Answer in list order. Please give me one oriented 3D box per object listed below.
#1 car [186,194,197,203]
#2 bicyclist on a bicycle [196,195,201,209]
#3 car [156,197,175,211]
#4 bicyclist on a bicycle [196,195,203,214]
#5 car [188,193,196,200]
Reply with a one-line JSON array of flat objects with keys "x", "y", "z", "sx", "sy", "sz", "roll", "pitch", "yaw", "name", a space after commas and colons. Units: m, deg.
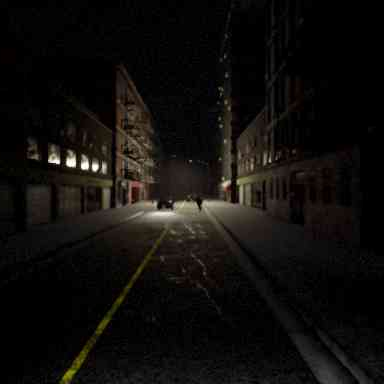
[{"x": 0.006, "y": 1.267, "z": 63.716, "sx": 1.812, "sy": 1.442, "sz": 4.674, "roll": 0, "pitch": 1, "yaw": 0, "name": "car"}, {"x": 0.826, "y": 1.241, "z": 42.282, "sx": 0.659, "sy": 1.776, "sz": 1.843, "roll": 0, "pitch": 1, "yaw": 0, "name": "bicyclist on a bicycle"}, {"x": -3.090, "y": 1.378, "z": 39.217, "sx": 2.128, "sy": 1.511, "sz": 4.902, "roll": 0, "pitch": 0, "yaw": 0, "name": "car"}, {"x": 0.825, "y": 1.363, "z": 33.216, "sx": 0.582, "sy": 1.620, "sz": 1.656, "roll": 0, "pitch": 0, "yaw": 0, "name": "bicyclist on a bicycle"}, {"x": 0.002, "y": 1.113, "z": 78.171, "sx": 1.882, "sy": 1.535, "sz": 5.008, "roll": 0, "pitch": 0, "yaw": 0, "name": "car"}]
